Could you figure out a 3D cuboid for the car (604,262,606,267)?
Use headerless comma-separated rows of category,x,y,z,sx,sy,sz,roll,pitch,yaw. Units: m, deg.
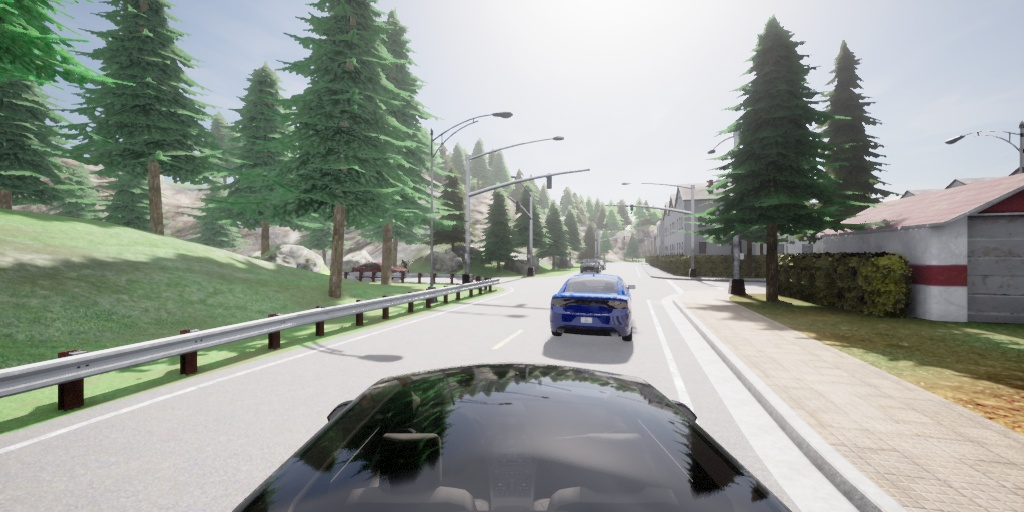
car,12.772,1.297,52.735,2.033,1.411,5.357,0,0,19

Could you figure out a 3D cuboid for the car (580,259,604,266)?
car,9.438,1.102,42.821,2.097,1.767,4.553,0,0,19

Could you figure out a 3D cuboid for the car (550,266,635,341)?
car,2.372,1.228,10.063,1.882,1.535,5.008,0,0,18

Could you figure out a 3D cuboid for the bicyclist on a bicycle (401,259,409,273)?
bicyclist on a bicycle,-11.447,1.167,38.035,0.582,1.620,1.656,-2,5,18

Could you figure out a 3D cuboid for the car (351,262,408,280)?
car,-11.251,1.243,30.552,5.008,1.535,1.882,0,0,18
